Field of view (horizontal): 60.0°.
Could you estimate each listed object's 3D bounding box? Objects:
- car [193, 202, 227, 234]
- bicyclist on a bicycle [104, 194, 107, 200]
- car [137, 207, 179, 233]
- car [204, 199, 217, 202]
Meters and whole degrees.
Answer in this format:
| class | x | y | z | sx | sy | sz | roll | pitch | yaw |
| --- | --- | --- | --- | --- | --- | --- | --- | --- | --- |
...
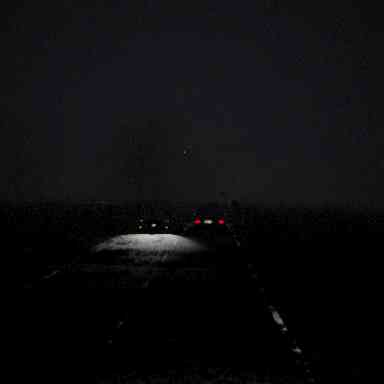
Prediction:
| class | x | y | z | sx | sy | sz | roll | pitch | yaw |
| --- | --- | --- | --- | --- | --- | --- | --- | --- | --- |
| car | 1.023 | 1.550 | 19.192 | 2.033 | 1.411 | 5.357 | 0 | 0 | 3 |
| bicyclist on a bicycle | -18.110 | 1.176 | 69.794 | 0.582 | 1.620 | 1.656 | 1 | 0 | 6 |
| car | -1.914 | 1.561 | 19.568 | 1.994 | 1.385 | 4.181 | 0 | 0 | 3 |
| car | 2.130 | 1.512 | 37.927 | 1.882 | 1.535 | 5.008 | 0 | 0 | 3 |
